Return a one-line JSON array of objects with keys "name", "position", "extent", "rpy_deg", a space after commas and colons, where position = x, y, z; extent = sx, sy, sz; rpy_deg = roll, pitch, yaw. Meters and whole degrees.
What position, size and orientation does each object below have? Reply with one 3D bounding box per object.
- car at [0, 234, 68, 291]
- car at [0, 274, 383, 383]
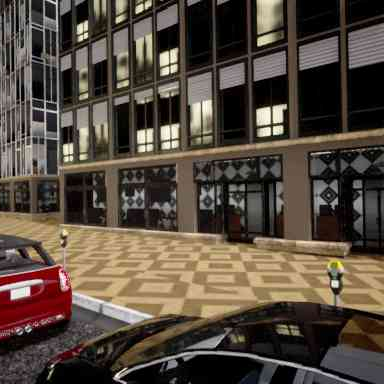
[{"name": "car", "position": [-3.948, 1.441, 5.844], "extent": [4.097, 1.590, 1.967], "rpy_deg": [0, -1, 37]}, {"name": "car", "position": [0.627, 1.566, 2.465], "extent": [4.313, 1.339, 1.947], "rpy_deg": [0, -1, 36]}]
